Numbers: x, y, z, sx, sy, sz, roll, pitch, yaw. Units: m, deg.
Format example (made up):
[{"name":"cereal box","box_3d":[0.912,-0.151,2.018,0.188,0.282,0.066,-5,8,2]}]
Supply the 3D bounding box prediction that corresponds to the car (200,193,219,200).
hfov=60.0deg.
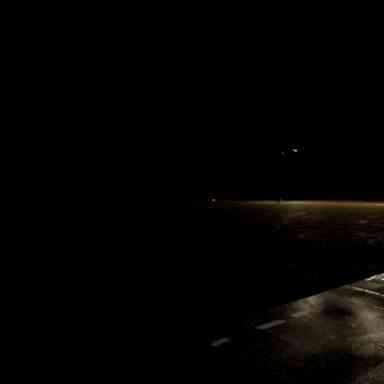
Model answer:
[{"name":"car","box_3d":[3.430,0.909,65.721,1.994,1.385,4.181,1,-1,-36]}]
